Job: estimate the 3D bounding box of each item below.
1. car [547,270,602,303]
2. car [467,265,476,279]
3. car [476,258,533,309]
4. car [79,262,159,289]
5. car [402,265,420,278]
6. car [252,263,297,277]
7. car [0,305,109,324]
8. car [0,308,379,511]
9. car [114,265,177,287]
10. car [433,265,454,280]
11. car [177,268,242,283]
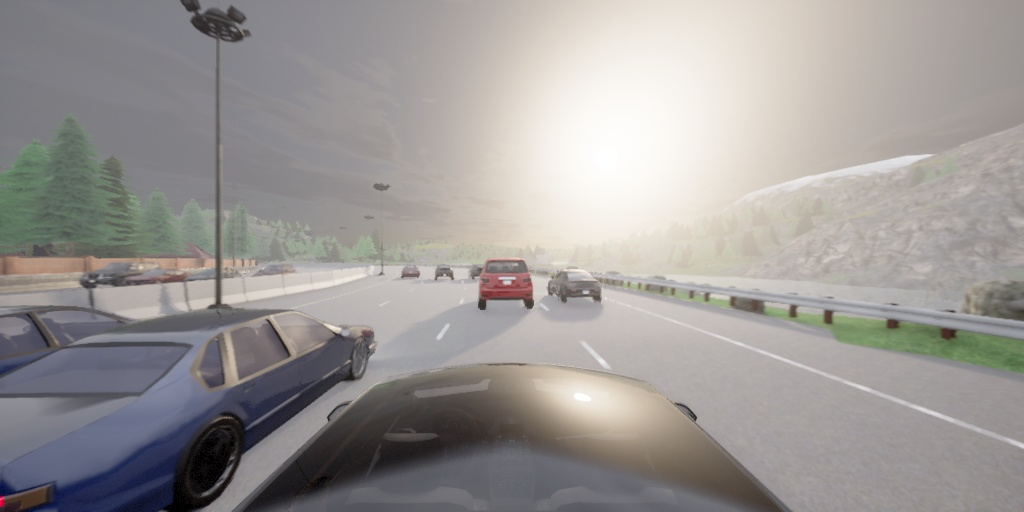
[{"bbox_3d":[2.956,1.385,17.547,1.812,1.442,4.674,0,0,-5],"label":"car"},{"bbox_3d":[-3.467,1.596,37.211,1.837,1.490,4.892,0,0,-12],"label":"car"},{"bbox_3d":[-0.380,1.100,16.043,2.150,2.045,5.566,0,0,-4],"label":"car"},{"bbox_3d":[-30.542,1.490,28.375,2.150,2.045,5.566,0,-1,-10],"label":"car"},{"bbox_3d":[-11.822,1.773,41.953,1.994,1.385,4.181,0,0,-14],"label":"car"},{"bbox_3d":[-20.385,1.545,30.998,2.097,1.767,4.553,0,0,-11],"label":"car"},{"bbox_3d":[-6.890,1.389,4.848,2.033,1.411,5.357,0,0,-1],"label":"car"},{"bbox_3d":[-3.380,1.351,4.283,2.033,1.411,5.357,0,0,-1],"label":"car"},{"bbox_3d":[-26.846,1.701,27.436,1.882,1.535,5.008,0,-1,-10],"label":"car"},{"bbox_3d":[-7.171,1.635,37.732,1.837,1.490,4.892,0,0,-13],"label":"car"},{"bbox_3d":[-23.462,1.706,28.368,1.837,1.490,4.892,0,-1,-10],"label":"car"}]
